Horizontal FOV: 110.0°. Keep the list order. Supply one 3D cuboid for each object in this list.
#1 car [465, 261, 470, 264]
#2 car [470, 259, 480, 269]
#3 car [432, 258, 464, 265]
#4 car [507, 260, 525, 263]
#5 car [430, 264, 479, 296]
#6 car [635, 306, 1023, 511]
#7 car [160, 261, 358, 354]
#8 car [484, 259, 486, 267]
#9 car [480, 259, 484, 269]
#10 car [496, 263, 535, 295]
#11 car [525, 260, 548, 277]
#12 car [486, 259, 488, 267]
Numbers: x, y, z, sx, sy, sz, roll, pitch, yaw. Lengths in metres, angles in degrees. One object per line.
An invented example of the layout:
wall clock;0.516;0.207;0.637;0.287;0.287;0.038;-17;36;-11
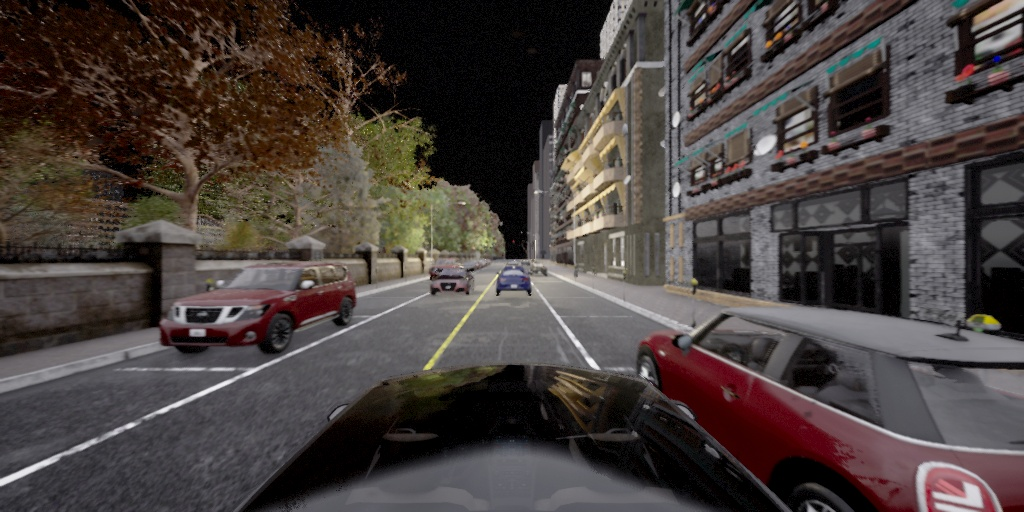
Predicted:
car;-5.707;1.317;36.524;1.751;1.417;4.829;0;0;0
car;-5.713;1.374;47.772;1.948;1.339;4.313;0;0;0
car;-5.705;1.099;31.156;2.192;1.841;5.009;0;0;0
car;0.082;1.293;43.072;2.128;1.511;4.902;0;0;0
car;-3.106;1.334;19.478;1.994;1.385;4.181;0;0;0
car;2.688;1.192;3.469;1.967;1.591;4.097;0;0;0
car;-5.696;1.072;9.001;2.192;1.841;5.009;0;0;0
car;-5.717;1.408;58.849;1.802;1.307;4.207;0;0;0
car;-5.715;1.257;53.310;1.967;1.591;4.097;0;0;0
car;0.092;1.296;19.737;1.812;1.442;4.674;0;0;0
car;2.673;1.343;36.701;2.007;1.370;4.403;0;0;0
car;-5.720;1.361;64.217;1.751;1.417;4.829;0;0;0
